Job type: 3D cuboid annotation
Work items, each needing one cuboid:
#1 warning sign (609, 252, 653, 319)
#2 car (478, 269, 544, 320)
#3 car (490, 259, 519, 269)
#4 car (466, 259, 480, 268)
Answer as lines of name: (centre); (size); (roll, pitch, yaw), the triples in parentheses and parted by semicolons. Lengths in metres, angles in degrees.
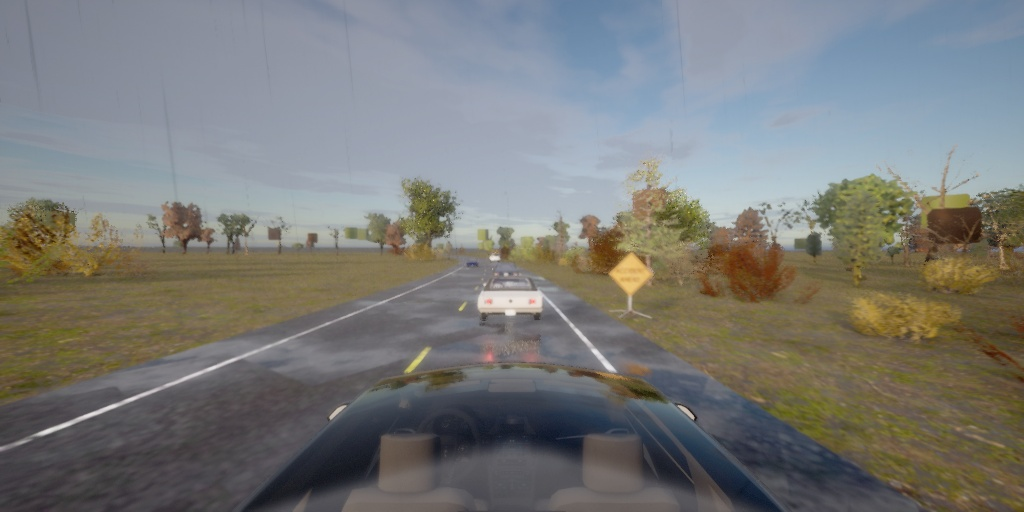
warning sign: (3.480, 0.816, 10.592); (1.300, 1.860, 1.060); (0, 0, -1)
car: (-0.059, 1.296, 12.264); (1.895, 1.301, 4.718); (0, 0, -1)
car: (-0.441, 1.169, 25.213); (2.033, 1.411, 5.357); (0, 0, -2)
car: (-5.623, 1.037, 51.362); (1.895, 1.301, 4.718); (0, 0, -4)
